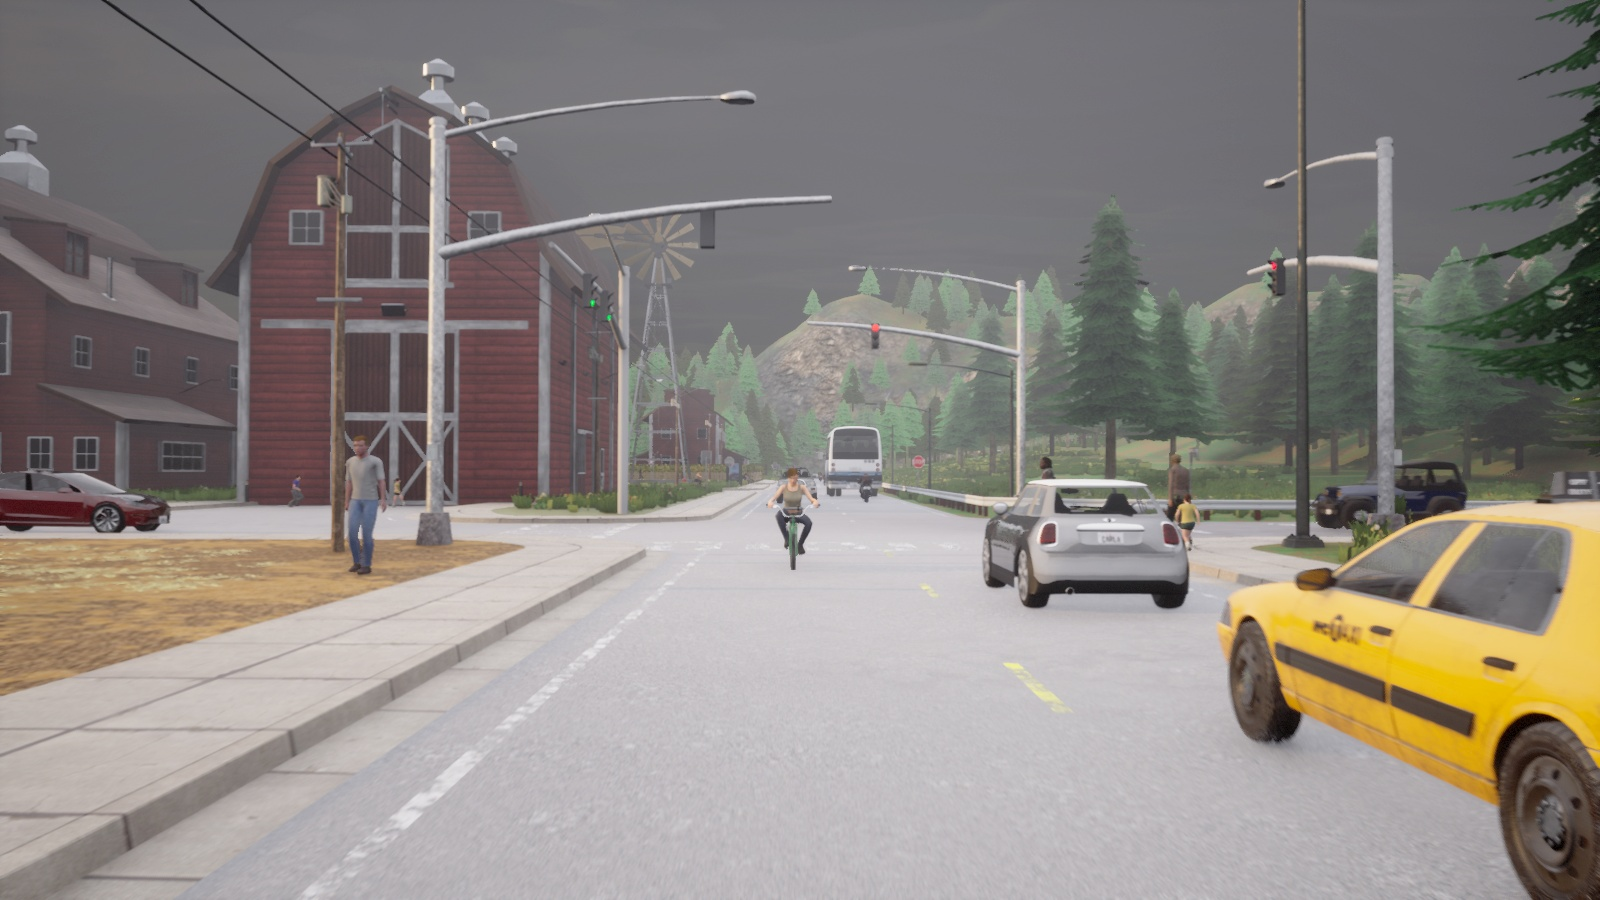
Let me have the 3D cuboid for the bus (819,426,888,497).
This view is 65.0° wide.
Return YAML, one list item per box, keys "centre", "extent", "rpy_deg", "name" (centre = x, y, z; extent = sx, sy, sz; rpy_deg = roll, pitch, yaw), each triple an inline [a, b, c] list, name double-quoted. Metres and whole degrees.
- centre: [3.299, 0.773, 80.534]
  extent: [3.944, 4.253, 10.273]
  rpy_deg: [0, -1, 0]
  name: "bus"

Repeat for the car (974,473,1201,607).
- centre: [3.461, 1.032, 15.885]
  extent: [1.970, 1.475, 3.806]
  rpy_deg: [0, -1, 0]
  name: "car"

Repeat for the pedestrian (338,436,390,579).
- centre: [-5.734, 0.743, 16.540]
  extent: [0.354, 1.836, 0.706]
  rpy_deg: [0, -1, 8]
  name: "pedestrian"

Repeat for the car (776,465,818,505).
- centre: [-0.147, 1.640, 60.239]
  extent: [1.932, 1.855, 4.605]
  rpy_deg: [0, -1, 0]
  name: "car"

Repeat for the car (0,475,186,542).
- centre: [-17.385, 1.349, 29.559]
  extent: [4.792, 1.488, 2.163]
  rpy_deg: [0, -1, -1]
  name: "car"

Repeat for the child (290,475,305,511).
- centre: [-17.952, 1.533, 44.852]
  extent: [0.437, 1.263, 0.270]
  rpy_deg: [0, -1, 0]
  name: "child"

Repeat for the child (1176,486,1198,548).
- centre: [7.028, 1.204, 22.805]
  extent: [0.255, 1.110, 0.394]
  rpy_deg: [0, -1, -4]
  name: "child"

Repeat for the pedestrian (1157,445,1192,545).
- centre: [7.011, 0.836, 23.523]
  extent: [0.331, 1.846, 0.634]
  rpy_deg: [0, -1, -13]
  name: "pedestrian"

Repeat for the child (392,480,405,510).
- centre: [-14.691, 1.640, 45.930]
  extent: [0.394, 1.110, 0.255]
  rpy_deg: [0, -1, 10]
  name: "child"

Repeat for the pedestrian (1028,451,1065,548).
- centre: [4.977, 0.995, 25.351]
  extent: [0.666, 1.930, 0.402]
  rpy_deg: [0, -1, 4]
  name: "pedestrian"

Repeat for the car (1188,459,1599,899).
- centre: [3.486, 0.835, 5.644]
  extent: [1.801, 1.575, 5.366]
  rpy_deg: [0, -1, 0]
  name: "car"

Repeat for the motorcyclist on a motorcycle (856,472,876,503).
- centre: [3.345, 1.906, 63.929]
  extent: [0.866, 1.530, 2.191]
  rpy_deg: [0, -1, 0]
  name: "motorcyclist on a motorcycle"

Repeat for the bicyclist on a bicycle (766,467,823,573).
- centre: [-0.098, 1.087, 20.054]
  extent: [0.866, 1.612, 1.509]
  rpy_deg: [0, -1, -1]
  name: "bicyclist on a bicycle"

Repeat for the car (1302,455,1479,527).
- centre: [15.804, 1.087, 33.746]
  extent: [3.866, 1.878, 1.905]
  rpy_deg: [0, -1, -1]
  name: "car"
